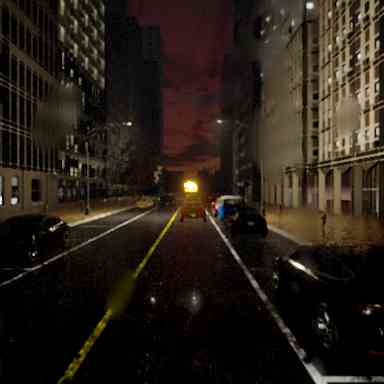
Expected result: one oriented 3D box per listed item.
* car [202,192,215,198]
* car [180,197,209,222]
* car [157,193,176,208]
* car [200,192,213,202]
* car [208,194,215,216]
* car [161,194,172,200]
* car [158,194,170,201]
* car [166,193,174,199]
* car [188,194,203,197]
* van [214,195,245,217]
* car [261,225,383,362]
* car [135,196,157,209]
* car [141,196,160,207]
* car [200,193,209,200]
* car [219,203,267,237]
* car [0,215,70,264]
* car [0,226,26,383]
[{"bbox_3d":[2.704,0.978,51.385,2.192,1.841,5.009,0,0,0],"label":"car"},{"bbox_3d":[0.105,1.370,24.854,1.812,1.442,4.674,0,1,0],"label":"car"},{"bbox_3d":[-3.082,1.193,43.907,1.882,1.535,5.008,0,1,0],"label":"car"},{"bbox_3d":[2.706,0.897,62.770,2.192,1.841,5.009,0,0,0],"label":"car"},{"bbox_3d":[2.698,1.260,28.618,1.967,1.590,4.097,0,0,0],"label":"car"},{"bbox_3d":[-5.673,1.064,74.169,1.947,1.339,4.313,0,0,0],"label":"car"},{"bbox_3d":[-5.674,1.091,68.477,2.008,1.369,4.403,0,0,0],"label":"car"},{"bbox_3d":[-5.671,0.993,85.552,1.802,1.307,4.206,0,0,0],"label":"car"},{"bbox_3d":[0.108,1.239,41.294,1.837,1.490,4.892,0,1,0],"label":"car"},{"bbox_3d":[2.697,1.198,22.926,1.690,1.788,3.998,0,0,0],"label":"van"},{"bbox_3d":[2.693,1.530,5.850,1.947,1.339,4.313,0,0,0],"label":"car"},{"bbox_3d":[-5.680,1.269,39.845,1.752,1.417,4.829,0,0,0],"label":"car"},{"bbox_3d":[-5.679,1.254,45.708,2.008,1.369,4.403,0,0,0],"label":"car"},{"bbox_3d":[2.708,1.022,74.324,1.752,1.417,4.829,0,0,0],"label":"car"},{"bbox_3d":[2.696,1.460,17.234,1.947,1.339,4.313,0,0,0],"label":"car"},{"bbox_3d":[-5.686,1.495,11.552,1.947,1.339,4.313,0,0,0],"label":"car"},{"bbox_3d":[-3.100,1.341,1.765,2.097,1.767,4.553,0,0,0],"label":"car"}]
